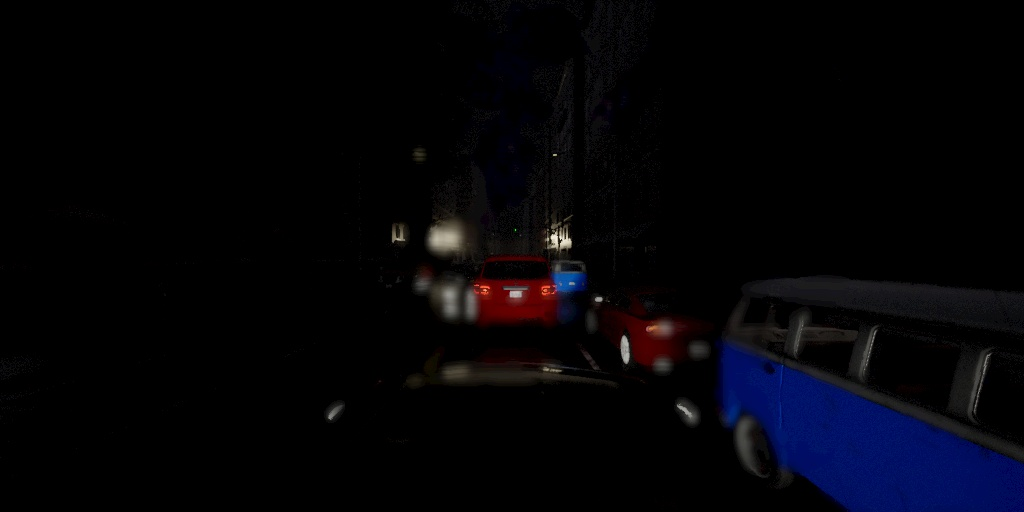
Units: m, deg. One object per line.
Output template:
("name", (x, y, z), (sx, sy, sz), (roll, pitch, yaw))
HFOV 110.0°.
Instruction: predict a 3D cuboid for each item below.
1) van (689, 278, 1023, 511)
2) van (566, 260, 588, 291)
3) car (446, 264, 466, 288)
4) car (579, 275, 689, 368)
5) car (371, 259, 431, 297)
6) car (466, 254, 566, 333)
("van", (2.856, 1.091, 2.029), (1.690, 1.789, 3.998), (0, 0, 0))
("van", (2.877, 1.086, 19.011), (1.690, 1.789, 3.998), (0, 0, 0))
("car", (-3.030, 1.249, 23.483), (1.837, 1.490, 4.892), (0, -1, 1))
("car", (2.863, 1.294, 7.690), (1.888, 1.381, 4.507), (0, 0, 0))
("car", (-5.648, 1.060, 18.981), (2.192, 1.841, 5.009), (0, 0, 0))
("car", (0.112, 0.970, 10.911), (2.150, 2.045, 5.566), (0, 0, 0))
